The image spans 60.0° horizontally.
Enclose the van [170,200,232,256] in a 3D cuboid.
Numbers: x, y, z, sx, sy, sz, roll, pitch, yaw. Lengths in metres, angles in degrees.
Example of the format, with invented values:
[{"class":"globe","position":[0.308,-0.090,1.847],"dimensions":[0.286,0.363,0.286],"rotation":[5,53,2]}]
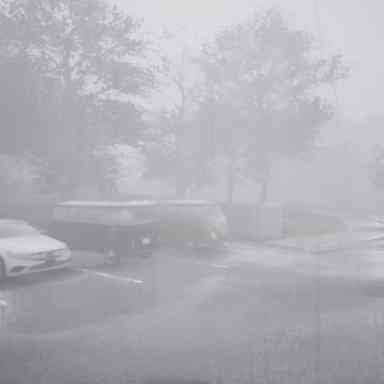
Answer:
[{"class":"van","position":[-0.582,1.287,13.026],"dimensions":[4.442,1.987,1.878],"rotation":[-1,-1,35]}]

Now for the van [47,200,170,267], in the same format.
[{"class":"van","position":[-3.177,1.278,11.442],"dimensions":[4.442,1.987,1.878],"rotation":[-1,-1,35]}]

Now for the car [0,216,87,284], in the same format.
[{"class":"car","position":[-5.474,1.531,9.673],"dimensions":[4.674,1.452,2.002],"rotation":[-1,-1,34]}]
